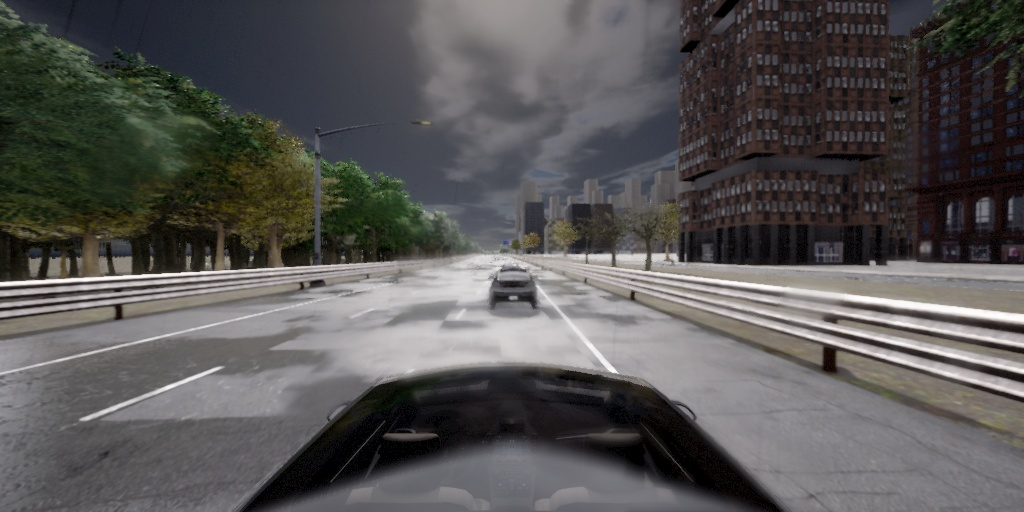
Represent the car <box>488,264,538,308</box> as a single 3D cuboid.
[{"bbox_3d":[0.054,1.261,15.265,1.837,1.490,4.892,0,0,0],"label":"car"}]
